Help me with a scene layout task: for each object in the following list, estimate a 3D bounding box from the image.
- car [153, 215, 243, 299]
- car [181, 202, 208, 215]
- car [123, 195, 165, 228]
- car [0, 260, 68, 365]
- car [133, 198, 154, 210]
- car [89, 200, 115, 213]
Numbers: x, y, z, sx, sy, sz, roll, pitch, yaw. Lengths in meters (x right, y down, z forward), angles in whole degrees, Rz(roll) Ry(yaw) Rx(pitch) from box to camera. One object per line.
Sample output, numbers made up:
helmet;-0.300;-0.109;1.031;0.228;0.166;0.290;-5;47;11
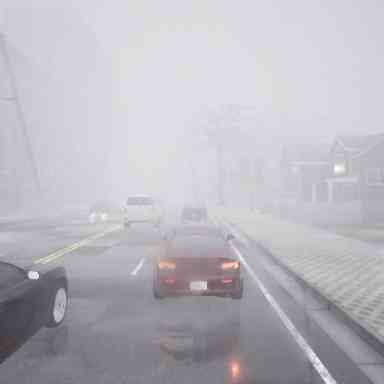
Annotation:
car;0.128;1.524;8.300;1.812;1.442;4.674;0;0;0
car;0.189;1.469;25.280;1.882;1.535;5.008;0;0;0
car;-3.071;1.214;22.065;2.150;2.045;5.566;0;0;0
car;-3.138;1.477;3.969;1.882;1.535;5.008;0;0;0
car;-6.413;1.516;44.905;2.033;1.411;5.357;0;0;1
car;-9.717;1.546;36.138;1.994;1.385;4.181;0;0;0
